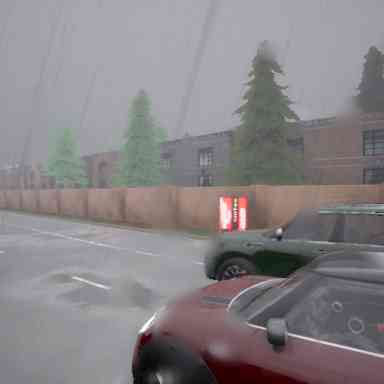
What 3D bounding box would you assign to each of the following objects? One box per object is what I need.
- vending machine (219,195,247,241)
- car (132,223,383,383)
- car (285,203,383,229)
[{"bbox_3d":[1.982,1.195,16.014,0.880,2.100,1.100,0,0,42],"label":"vending machine"},{"bbox_3d":[1.570,1.352,3.035,4.553,1.767,2.097,0,0,36],"label":"car"},{"bbox_3d":[2.904,1.224,6.338,5.566,2.045,2.150,0,0,38],"label":"car"}]
